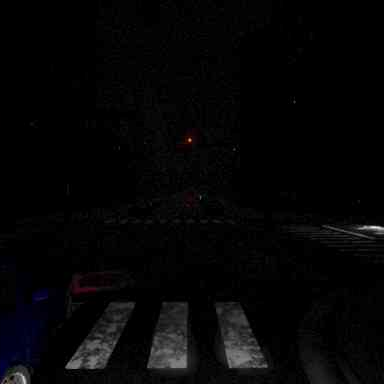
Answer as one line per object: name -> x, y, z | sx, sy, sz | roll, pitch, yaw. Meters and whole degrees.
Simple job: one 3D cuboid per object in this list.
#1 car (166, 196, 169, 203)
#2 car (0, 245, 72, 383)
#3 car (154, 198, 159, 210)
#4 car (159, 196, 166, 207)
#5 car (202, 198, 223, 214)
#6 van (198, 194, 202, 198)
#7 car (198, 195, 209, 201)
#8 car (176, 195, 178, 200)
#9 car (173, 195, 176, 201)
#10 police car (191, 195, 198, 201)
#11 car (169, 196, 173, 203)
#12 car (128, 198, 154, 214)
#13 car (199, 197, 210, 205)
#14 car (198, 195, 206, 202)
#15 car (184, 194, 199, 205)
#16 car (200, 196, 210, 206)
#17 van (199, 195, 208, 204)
car -> -5.628, 1.634, 58.111 | 2.008, 1.369, 4.403 | 0, 0, 0
car -> -2.787, 1.524, 4.359 | 1.812, 1.442, 4.674 | 1, 0, -10
car -> -5.658, 1.489, 41.579 | 1.967, 1.590, 4.097 | 0, 0, 0
car -> -5.638, 1.653, 52.600 | 1.802, 1.307, 4.206 | 0, 0, 0
car -> 2.357, 1.606, 36.053 | 1.947, 1.339, 4.313 | 0, 0, 0
van -> 2.397, 1.424, 58.097 | 1.690, 1.788, 3.998 | 0, 0, 0
car -> 2.387, 1.637, 52.586 | 1.947, 1.339, 4.313 | 0, 0, 0
car -> -5.567, 1.721, 91.176 | 1.887, 1.381, 4.507 | 0, 0, 0
car -> -5.588, 1.694, 80.154 | 2.008, 1.369, 4.403 | 0, 0, 0
police car -> 0.644, 1.598, 90.134 | 1.930, 1.638, 5.238 | 0, 0, 0
car -> -5.608, 1.552, 69.133 | 1.967, 1.590, 4.097 | 0, 0, 0
car -> -5.668, 1.480, 36.068 | 1.967, 1.590, 4.097 | 0, 0, 0
car -> 2.407, 1.647, 63.607 | 2.008, 1.369, 4.403 | 0, 0, 0
car -> 2.448, 1.600, 85.650 | 1.967, 1.590, 4.097 | 0, 0, 0
car -> -0.131, 1.574, 63.308 | 1.882, 1.535, 5.008 | 0, 0, 0
car -> 2.377, 1.641, 47.075 | 1.802, 1.307, 4.206 | 0, 0, 0
van -> 2.417, 1.453, 69.118 | 1.690, 1.788, 3.998 | 0, 0, 0
